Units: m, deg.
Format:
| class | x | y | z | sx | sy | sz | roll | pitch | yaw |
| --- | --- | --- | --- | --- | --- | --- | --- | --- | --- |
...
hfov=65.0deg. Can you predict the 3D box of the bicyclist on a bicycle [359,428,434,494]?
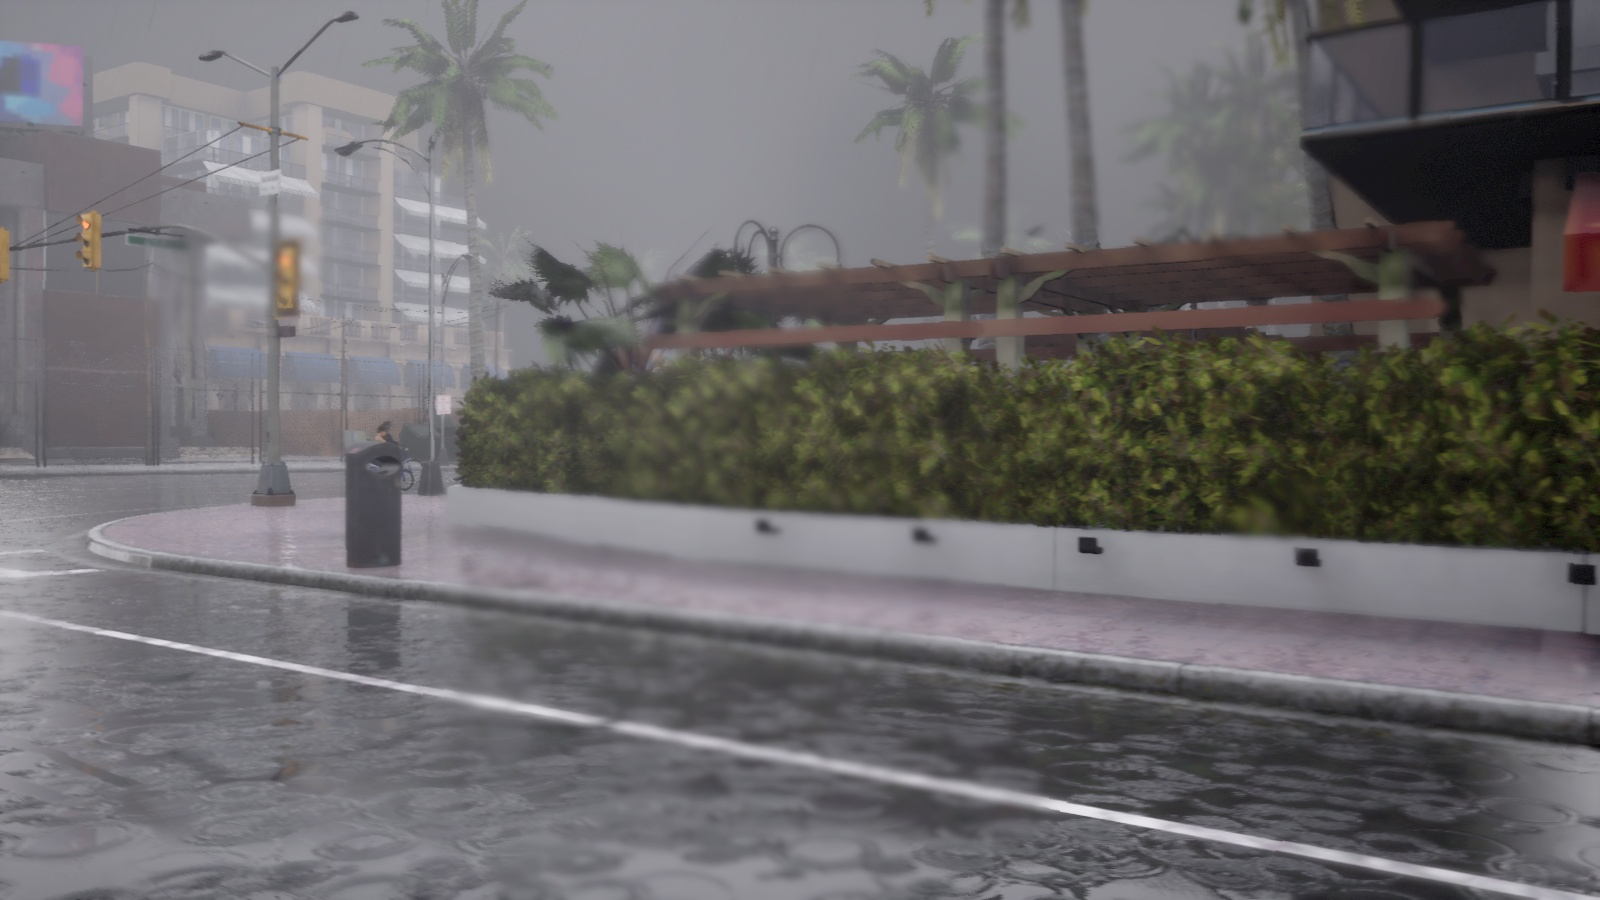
| class | x | y | z | sx | sy | sz | roll | pitch | yaw |
| --- | --- | --- | --- | --- | --- | --- | --- | --- | --- |
| bicyclist on a bicycle | -11.065 | 0.281 | 34.475 | 1.843 | 1.776 | 0.659 | -1 | 1 | -43 |
